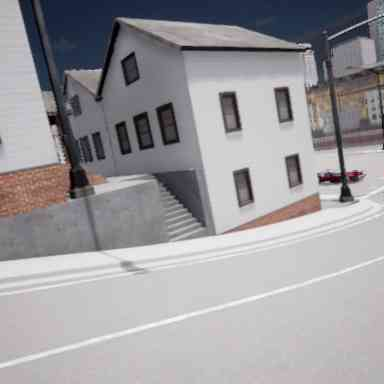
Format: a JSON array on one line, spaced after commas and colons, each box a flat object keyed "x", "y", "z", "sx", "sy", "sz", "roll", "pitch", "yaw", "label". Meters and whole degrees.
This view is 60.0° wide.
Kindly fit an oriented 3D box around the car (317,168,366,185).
[{"x": 12.538, "y": -1.384, "z": 29.168, "sx": 1.895, "sy": 1.301, "sz": 4.718, "roll": -17, "pitch": 10, "yaw": -34, "label": "car"}]
